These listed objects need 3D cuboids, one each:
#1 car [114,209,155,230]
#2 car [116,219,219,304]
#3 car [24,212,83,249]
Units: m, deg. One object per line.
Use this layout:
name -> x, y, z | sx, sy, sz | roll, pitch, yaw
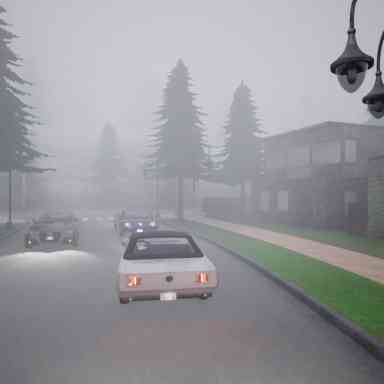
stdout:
car -> -3.196, 1.601, 18.253 | 1.895, 1.301, 4.718 | 0, 0, -18
car -> -0.805, 1.601, 8.204 | 1.895, 1.301, 4.718 | 0, 0, -10
car -> -5.882, 1.564, 14.516 | 1.994, 1.385, 4.181 | 0, 0, -15
